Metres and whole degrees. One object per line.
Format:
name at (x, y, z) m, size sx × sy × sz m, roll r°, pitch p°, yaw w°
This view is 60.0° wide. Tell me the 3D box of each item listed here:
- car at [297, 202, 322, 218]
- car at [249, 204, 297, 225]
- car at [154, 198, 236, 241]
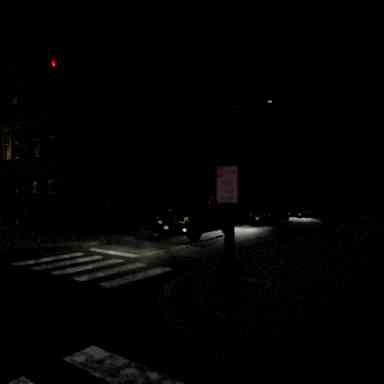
car at (11.810, 1.778, 33.983) m, size 2.033 × 1.411 × 5.357 m, roll 0°, pitch 0°, yaw 35°
car at (6.120, 1.667, 25.990) m, size 2.128 × 1.511 × 4.902 m, roll 0°, pitch 0°, yaw 35°
car at (0.372, 1.339, 17.911) m, size 2.150 × 2.045 × 5.566 m, roll 0°, pitch 0°, yaw 35°
